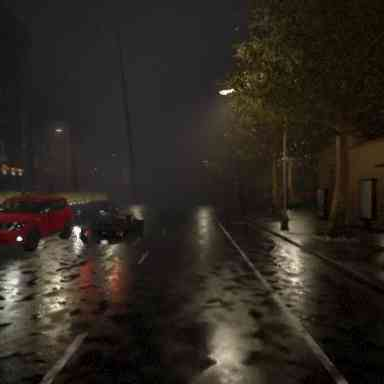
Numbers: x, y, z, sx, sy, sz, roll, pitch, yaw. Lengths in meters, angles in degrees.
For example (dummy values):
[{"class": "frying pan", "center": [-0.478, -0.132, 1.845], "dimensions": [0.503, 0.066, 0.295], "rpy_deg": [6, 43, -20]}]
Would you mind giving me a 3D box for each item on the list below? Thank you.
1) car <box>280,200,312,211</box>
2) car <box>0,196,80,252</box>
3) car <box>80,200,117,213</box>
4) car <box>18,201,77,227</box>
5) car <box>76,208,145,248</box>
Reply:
[{"class": "car", "center": [13.318, 1.641, 41.209], "dimensions": [4.718, 1.301, 1.895], "rpy_deg": [0, 0, -1]}, {"class": "car", "center": [-6.965, 1.213, 14.274], "dimensions": [2.150, 2.045, 5.566], "rpy_deg": [0, 0, 1]}, {"class": "car", "center": [-6.798, 1.400, 24.210], "dimensions": [2.097, 1.767, 4.553], "rpy_deg": [0, 0, 0]}, {"class": "car", "center": [-10.299, 1.510, 24.210], "dimensions": [2.128, 1.511, 4.902], "rpy_deg": [0, 0, 0]}, {"class": "car", "center": [-3.283, 1.599, 14.768], "dimensions": [1.895, 1.301, 4.718], "rpy_deg": [0, 0, 1]}]
